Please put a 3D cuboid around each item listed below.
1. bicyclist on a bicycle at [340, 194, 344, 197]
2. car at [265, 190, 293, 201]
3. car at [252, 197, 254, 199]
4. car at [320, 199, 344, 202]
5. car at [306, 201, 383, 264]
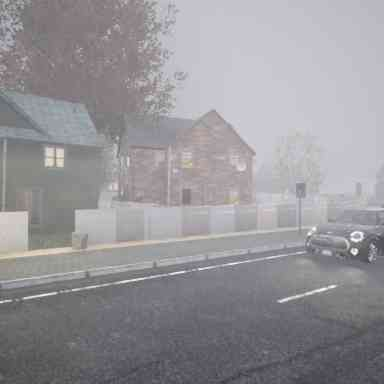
[{"bbox_3d":[19.397,1.035,43.116,1.656,1.620,0.582,1,0,-20],"label":"bicyclist on a bicycle"},{"bbox_3d":[12.132,0.752,45.961,2.150,2.045,5.566,1,0,-20],"label":"car"},{"bbox_3d":[8.500,0.911,56.009,2.033,1.411,5.357,1,0,-19],"label":"car"},{"bbox_3d":[15.538,1.177,36.542,2.128,1.511,4.902,1,0,-20],"label":"car"},{"bbox_3d":[6.171,1.361,11.958,4.553,1.767,2.097,0,0,-35],"label":"car"}]
